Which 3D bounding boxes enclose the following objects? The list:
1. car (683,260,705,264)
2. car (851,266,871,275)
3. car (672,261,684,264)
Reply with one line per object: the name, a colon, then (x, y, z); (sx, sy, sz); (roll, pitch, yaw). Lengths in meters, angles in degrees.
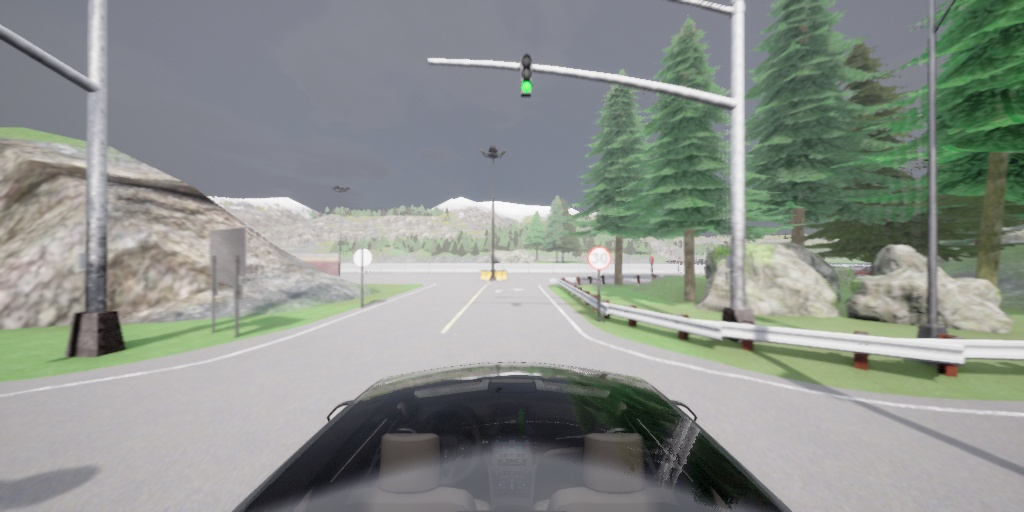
car: (28.835, 1.594, 54.141); (4.181, 1.385, 1.994); (0, 0, 1)
car: (32.839, 1.590, 32.967); (4.718, 1.301, 1.895); (0, 0, 0)
car: (28.805, 1.390, 57.629); (4.553, 1.767, 2.097); (0, 0, 1)
